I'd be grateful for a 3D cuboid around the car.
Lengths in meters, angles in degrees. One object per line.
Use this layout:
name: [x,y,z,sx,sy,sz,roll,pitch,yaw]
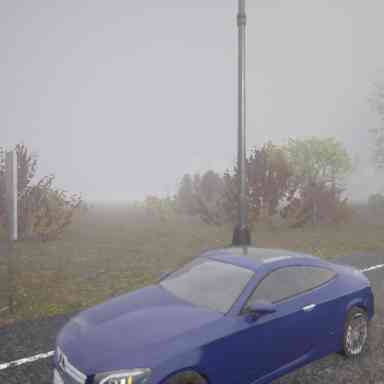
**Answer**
car: [0.653,1.525,4.458,4.674,1.442,1.812,0,0,-36]
